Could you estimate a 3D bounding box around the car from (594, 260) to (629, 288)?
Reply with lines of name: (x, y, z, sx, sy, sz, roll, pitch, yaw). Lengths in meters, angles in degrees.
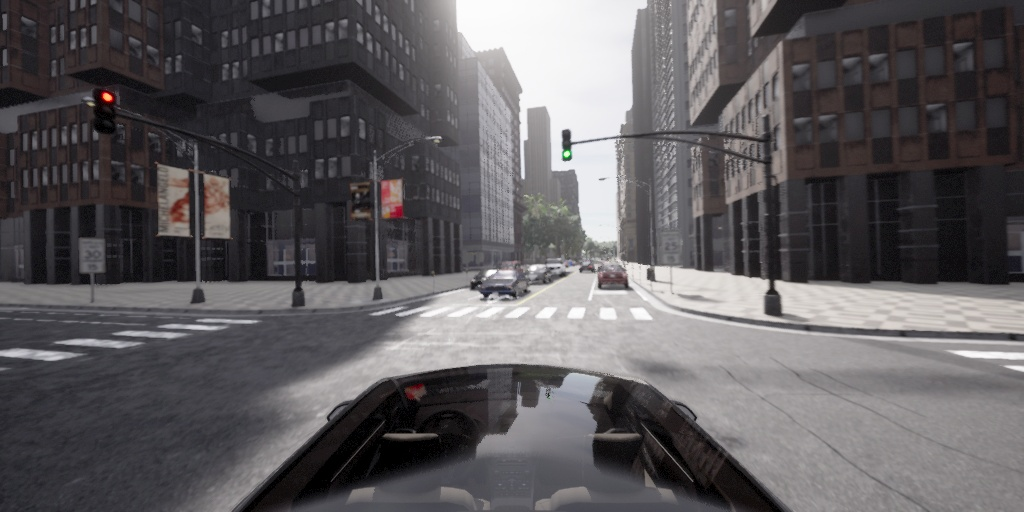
car: (6.697, 1.251, 23.975, 1.967, 1.591, 4.097, 0, 0, 14)

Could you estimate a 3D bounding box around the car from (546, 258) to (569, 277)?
car: (4.791, 1.292, 40.700, 2.150, 2.045, 5.566, -2, -1, 14)

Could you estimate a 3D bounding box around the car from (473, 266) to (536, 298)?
car: (-0.229, 1.489, 20.411, 2.033, 1.411, 5.357, -2, -1, 13)

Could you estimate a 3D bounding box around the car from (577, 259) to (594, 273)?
car: (10.341, 1.575, 49.854, 1.812, 1.442, 4.674, -2, -1, 14)

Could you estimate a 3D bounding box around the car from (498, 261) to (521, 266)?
car: (-0.271, 1.395, 31.291, 2.192, 1.841, 5.009, 0, 0, 14)

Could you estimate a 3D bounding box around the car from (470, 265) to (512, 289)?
car: (-1.575, 1.612, 26.024, 1.948, 1.339, 4.313, 0, 0, 14)

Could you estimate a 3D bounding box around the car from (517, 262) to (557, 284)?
car: (2.229, 1.497, 30.380, 2.128, 1.511, 4.902, -2, -1, 14)
